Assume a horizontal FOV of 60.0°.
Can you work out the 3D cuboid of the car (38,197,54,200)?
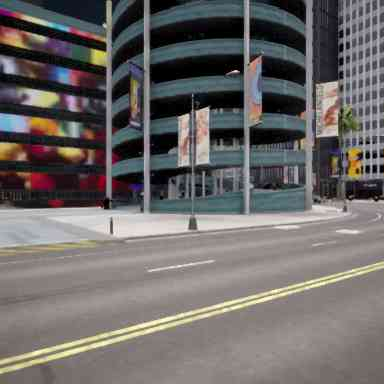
[{"bbox_3d":[-25.121,1.461,57.013,1.895,1.301,4.718,0,0,-36],"label":"car"}]

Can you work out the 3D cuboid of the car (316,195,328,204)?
[{"bbox_3d":[23.317,1.404,62.871,2.097,1.767,4.553,0,0,-25],"label":"car"}]

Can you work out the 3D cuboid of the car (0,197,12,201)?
[{"bbox_3d":[-24.296,1.318,43.080,2.002,1.452,4.674,0,0,-36],"label":"car"}]

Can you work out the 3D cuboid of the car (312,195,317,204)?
[{"bbox_3d":[20.175,1.655,61.327,1.895,1.301,4.718,0,0,-25],"label":"car"}]

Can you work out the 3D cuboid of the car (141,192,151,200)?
[{"bbox_3d":[-10.604,1.027,68.509,2.435,2.045,5.566,0,0,-36],"label":"car"}]
